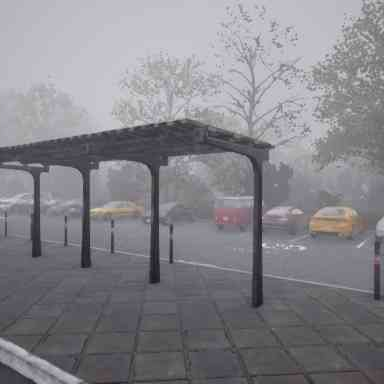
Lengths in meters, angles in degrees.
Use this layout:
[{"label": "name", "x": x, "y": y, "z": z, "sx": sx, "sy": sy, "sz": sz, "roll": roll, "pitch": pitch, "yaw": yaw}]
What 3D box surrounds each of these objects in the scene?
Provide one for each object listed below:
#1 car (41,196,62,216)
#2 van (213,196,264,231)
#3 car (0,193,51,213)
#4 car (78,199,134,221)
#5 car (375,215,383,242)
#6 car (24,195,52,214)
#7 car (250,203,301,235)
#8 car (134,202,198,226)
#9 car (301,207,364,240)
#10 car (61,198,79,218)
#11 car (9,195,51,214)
[{"label": "car", "x": -10.491, "y": 1.391, "z": 30.143, "sx": 2.231, "sy": 1.521, "sz": 4.892, "roll": 0, "pitch": 0, "yaw": 35}, {"label": "van", "x": 3.152, "y": 1.247, "z": 20.593, "sx": 1.878, "sy": 1.987, "sz": 4.442, "roll": 0, "pitch": 0, "yaw": 35}, {"label": "car", "x": -17.301, "y": 1.097, "z": 34.934, "sx": 2.435, "sy": 2.045, "sz": 5.566, "roll": 0, "pitch": 0, "yaw": 35}, {"label": "car", "x": -6.077, "y": 1.414, "z": 26.774, "sx": 1.946, "sy": 1.575, "sz": 5.366, "roll": 0, "pitch": 0, "yaw": 35}, {"label": "car", "x": 9.873, "y": 1.556, "z": 15.677, "sx": 2.002, "sy": 1.452, "sz": 4.674, "roll": 0, "pitch": 0, "yaw": 35}, {"label": "car", "x": -12.755, "y": 1.375, "z": 31.749, "sx": 2.097, "sy": 1.535, "sz": 5.008, "roll": 0, "pitch": 0, "yaw": 35}, {"label": "car", "x": 5.345, "y": 1.527, "z": 18.890, "sx": 2.002, "sy": 1.452, "sz": 4.674, "roll": 0, "pitch": 0, "yaw": 35}, {"label": "car", "x": -1.459, "y": 1.475, "z": 23.688, "sx": 2.163, "sy": 1.488, "sz": 4.792, "roll": 0, "pitch": 0, "yaw": 35}, {"label": "car", "x": 7.608, "y": 1.501, "z": 17.281, "sx": 2.097, "sy": 1.535, "sz": 5.008, "roll": 0, "pitch": 0, "yaw": 35}, {"label": "car", "x": -8.216, "y": 1.433, "z": 28.555, "sx": 2.163, "sy": 1.488, "sz": 4.792, "roll": 0, "pitch": 0, "yaw": 35}, {"label": "car", "x": -15.019, "y": 1.362, "z": 33.355, "sx": 2.097, "sy": 1.535, "sz": 5.008, "roll": 0, "pitch": 0, "yaw": 35}]
